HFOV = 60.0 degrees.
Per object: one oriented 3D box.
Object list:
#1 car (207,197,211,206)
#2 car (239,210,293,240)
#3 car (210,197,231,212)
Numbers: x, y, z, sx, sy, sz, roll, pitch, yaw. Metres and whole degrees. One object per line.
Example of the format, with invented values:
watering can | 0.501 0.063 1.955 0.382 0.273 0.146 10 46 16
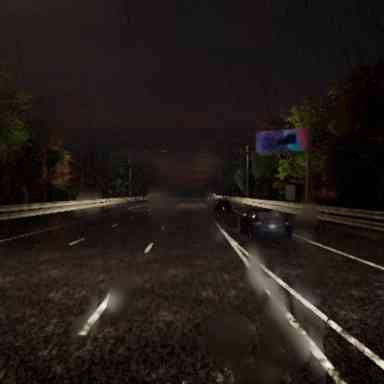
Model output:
car | 3.530 1.628 57.306 2.033 1.411 5.357 0 0 0
car | 3.644 1.587 17.088 1.994 1.385 4.181 0 0 -2
car | 3.522 1.559 39.446 1.837 1.490 4.892 0 0 0
